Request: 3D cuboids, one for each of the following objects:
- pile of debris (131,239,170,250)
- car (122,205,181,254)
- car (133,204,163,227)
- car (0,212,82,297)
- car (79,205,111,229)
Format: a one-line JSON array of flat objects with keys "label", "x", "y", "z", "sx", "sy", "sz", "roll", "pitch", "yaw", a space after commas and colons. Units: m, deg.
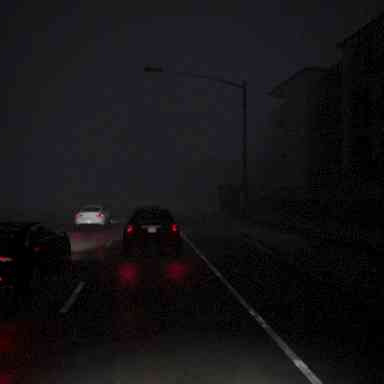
[{"label": "pile of debris", "x": -1.764, "y": 2.179, "z": 14.000, "sx": 1.500, "sy": 0.140, "sz": 1.860, "roll": 0, "pitch": 0, "yaw": -8}, {"label": "car", "x": -1.681, "y": 1.354, "z": 13.738, "sx": 2.097, "sy": 1.767, "sz": 4.553, "roll": 0, "pitch": 0, "yaw": -8}, {"label": "car", "x": -3.207, "y": 1.607, "z": 23.881, "sx": 1.895, "sy": 1.301, "sz": 4.718, "roll": 0, "pitch": 0, "yaw": -9}, {"label": "car", "x": -4.479, "y": 1.502, "z": 8.481, "sx": 2.128, "sy": 1.511, "sz": 4.902, "roll": 0, "pitch": 0, "yaw": -8}, {"label": "car", "x": -6.391, "y": 1.540, "z": 21.688, "sx": 1.812, "sy": 1.442, "sz": 4.674, "roll": 0, "pitch": 0, "yaw": -9}]
